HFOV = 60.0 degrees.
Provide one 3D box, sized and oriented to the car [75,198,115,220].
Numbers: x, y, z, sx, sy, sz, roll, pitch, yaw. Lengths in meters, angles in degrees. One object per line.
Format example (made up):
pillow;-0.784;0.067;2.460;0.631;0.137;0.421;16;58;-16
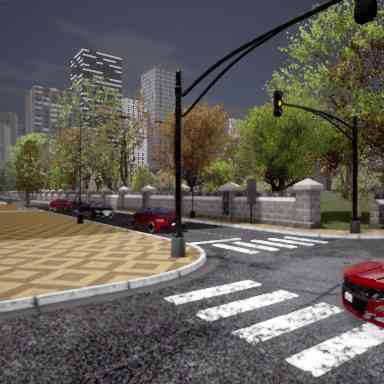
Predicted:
car;-8.256;1.564;29.005;2.128;1.511;4.902;0;0;-34

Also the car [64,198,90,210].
car;-16.031;1.630;46.148;2.128;1.511;4.902;0;0;-34

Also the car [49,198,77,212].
car;-15.946;1.590;40.364;1.882;1.535;5.008;0;0;-34

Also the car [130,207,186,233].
car;-2.138;1.604;19.990;1.994;1.385;4.181;0;0;-34

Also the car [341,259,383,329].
car;5.111;1.480;5.425;5.008;1.535;1.882;0;-2;3
